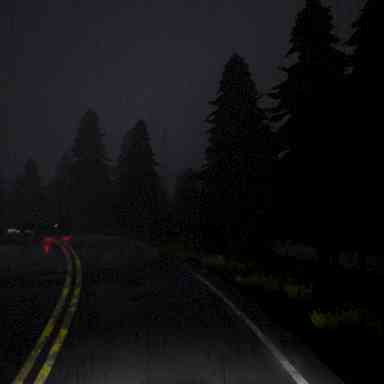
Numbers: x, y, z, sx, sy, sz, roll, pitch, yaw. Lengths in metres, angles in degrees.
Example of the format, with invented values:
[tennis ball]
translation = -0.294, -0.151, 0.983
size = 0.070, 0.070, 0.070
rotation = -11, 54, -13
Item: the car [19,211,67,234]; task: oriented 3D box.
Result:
[car]
translation = -10.261, 2.076, 22.742
size = 2.128, 1.511, 4.902
rotation = 4, -7, -44
